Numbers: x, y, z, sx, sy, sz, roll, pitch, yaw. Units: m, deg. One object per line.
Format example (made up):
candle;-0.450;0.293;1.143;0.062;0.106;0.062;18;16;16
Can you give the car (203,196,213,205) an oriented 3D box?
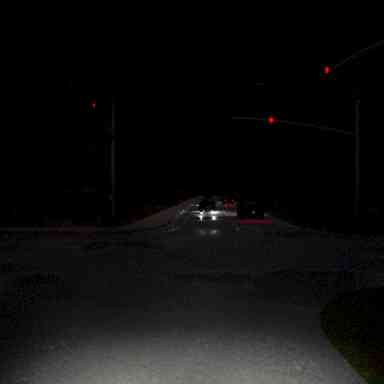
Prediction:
car;2.848;1.428;58.606;1.837;1.490;4.892;0;0;3

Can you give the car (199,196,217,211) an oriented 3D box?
car;1.889;1.460;40.415;1.812;1.442;4.674;0;0;3

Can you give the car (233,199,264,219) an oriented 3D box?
car;4.879;1.422;28.205;1.882;1.535;5.008;0;0;3

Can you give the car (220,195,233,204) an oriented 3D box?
car;6.430;1.522;59.226;1.895;1.301;4.718;0;0;3

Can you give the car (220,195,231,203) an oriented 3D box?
car;6.927;1.420;69.187;1.837;1.490;4.892;0;0;3
